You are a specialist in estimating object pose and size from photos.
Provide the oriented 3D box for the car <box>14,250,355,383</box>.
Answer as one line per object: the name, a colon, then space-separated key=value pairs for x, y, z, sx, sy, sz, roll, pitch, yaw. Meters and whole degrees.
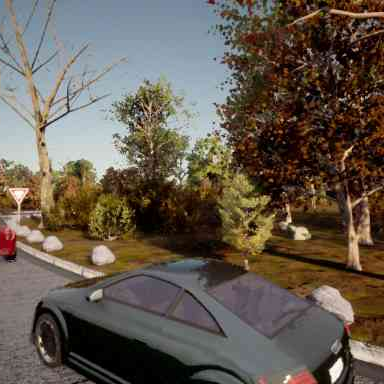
car: x=-0.262 y=1.565 z=4.246 sx=4.181 sy=1.385 sz=1.994 roll=0 pitch=0 yaw=39

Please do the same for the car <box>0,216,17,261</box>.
car: x=-7.812 y=1.433 z=11.662 sx=2.097 sy=1.767 sz=4.553 roll=0 pitch=0 yaw=-42
